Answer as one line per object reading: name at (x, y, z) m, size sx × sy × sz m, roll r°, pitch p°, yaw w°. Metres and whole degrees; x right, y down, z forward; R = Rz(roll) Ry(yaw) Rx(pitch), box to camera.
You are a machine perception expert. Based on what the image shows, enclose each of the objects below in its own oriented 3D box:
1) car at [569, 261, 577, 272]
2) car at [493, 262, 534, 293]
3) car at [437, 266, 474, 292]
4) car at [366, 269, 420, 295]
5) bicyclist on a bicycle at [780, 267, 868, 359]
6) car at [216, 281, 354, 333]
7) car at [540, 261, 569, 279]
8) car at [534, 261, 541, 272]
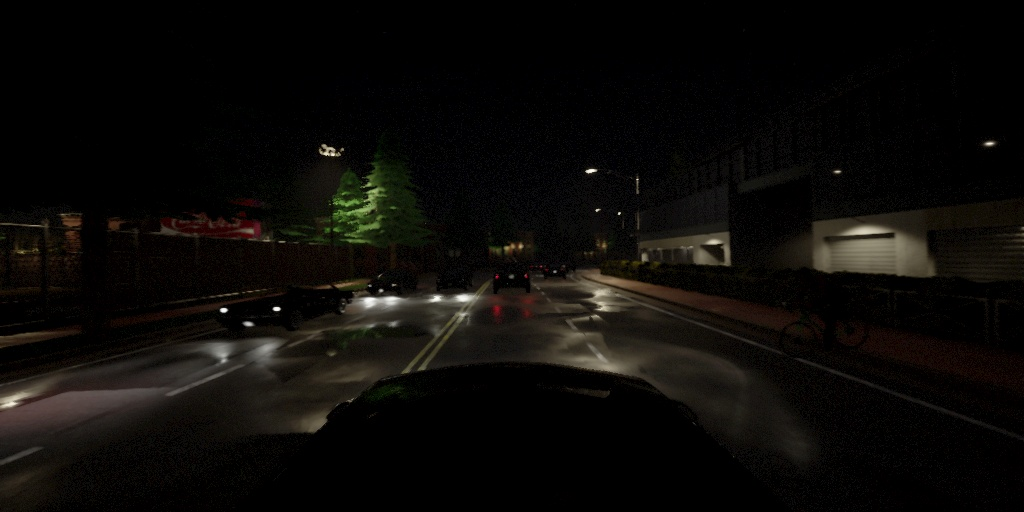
car at (6.348, 1.248, 43.044) m, size 2.033 × 1.411 × 5.357 m, roll -1°, pitch 0°, yaw 24°
car at (-0.027, 1.152, 21.632) m, size 2.097 × 1.767 × 4.553 m, roll -1°, pitch 0°, yaw 0°
car at (-3.634, 1.407, 23.486) m, size 1.882 × 1.535 × 5.008 m, roll -1°, pitch 0°, yaw 0°
car at (-7.168, 1.521, 22.242) m, size 2.033 × 1.411 × 5.357 m, roll -1°, pitch 0°, yaw 0°
bicyclist on a bicycle at (5.607, 0.996, 6.541) m, size 1.656 × 1.620 × 0.582 m, roll -11°, pitch 0°, yaw 0°
car at (-7.155, 1.549, 11.940) m, size 1.895 × 1.301 × 4.718 m, roll -1°, pitch 0°, yaw 0°
car at (3.844, 1.297, 32.363) m, size 1.994 × 1.385 × 4.181 m, roll -1°, pitch 0°, yaw 6°
car at (4.020, 1.311, 46.209) m, size 2.033 × 1.411 × 5.357 m, roll -1°, pitch 0°, yaw 24°
